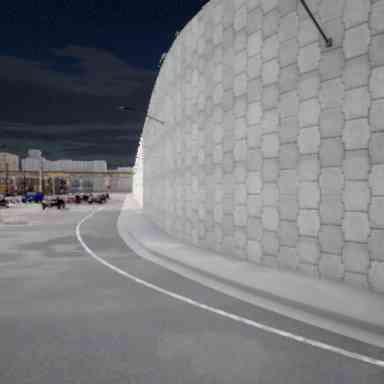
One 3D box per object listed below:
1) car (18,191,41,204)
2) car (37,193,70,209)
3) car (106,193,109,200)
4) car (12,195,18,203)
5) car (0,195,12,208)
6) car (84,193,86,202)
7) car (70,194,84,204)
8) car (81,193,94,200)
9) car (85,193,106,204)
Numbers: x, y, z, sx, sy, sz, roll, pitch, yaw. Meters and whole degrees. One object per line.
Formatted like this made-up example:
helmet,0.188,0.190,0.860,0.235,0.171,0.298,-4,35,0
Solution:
car,-26.526,0.839,55.439,2.150,2.045,5.566,0,0,-10
car,-16.208,1.221,39.182,2.128,1.511,4.902,0,0,-10
car,-17.132,1.069,62.349,1.837,1.490,4.892,0,0,-11
car,-29.891,1.153,54.403,1.812,1.442,4.674,0,0,-10
car,-23.442,1.085,39.135,2.097,1.767,4.553,0,0,-11
car,-20.648,1.060,62.096,2.128,1.511,4.902,0,0,-11
car,-18.718,1.162,52.355,1.812,1.442,4.674,0,0,-11
car,-22.535,0.872,71.890,2.033,1.411,5.357,0,0,-11
car,-15.150,1.236,52.297,1.895,1.301,4.718,0,0,-10
